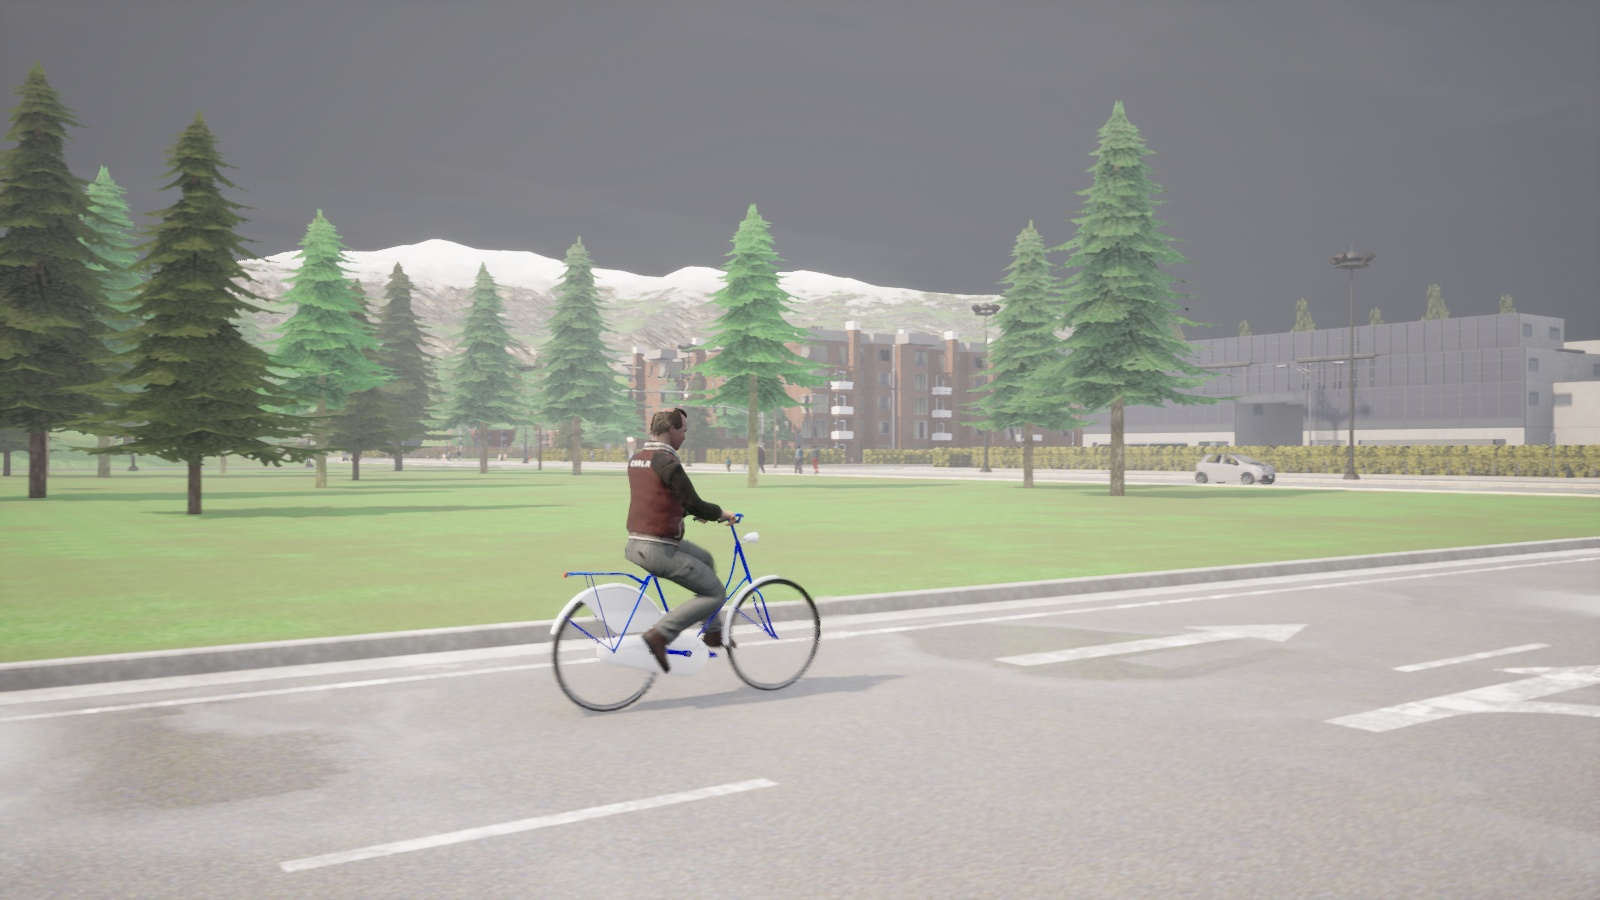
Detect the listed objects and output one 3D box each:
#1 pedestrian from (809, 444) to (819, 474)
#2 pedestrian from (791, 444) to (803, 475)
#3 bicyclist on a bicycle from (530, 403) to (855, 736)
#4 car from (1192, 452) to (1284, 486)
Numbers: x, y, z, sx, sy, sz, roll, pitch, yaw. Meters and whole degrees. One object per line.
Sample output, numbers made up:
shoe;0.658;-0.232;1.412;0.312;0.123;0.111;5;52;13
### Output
pedestrian;0.865;0.571;76.977;0.353;1.847;0.614;0;0;-31
pedestrian;-0.170;0.573;77.164;0.396;1.930;0.692;0;0;-35
bicyclist on a bicycle;-0.609;0.635;7.500;1.843;1.776;0.659;0;0;-35
car;20.362;0.860;58.509;1.845;1.501;3.633;0;0;-35
